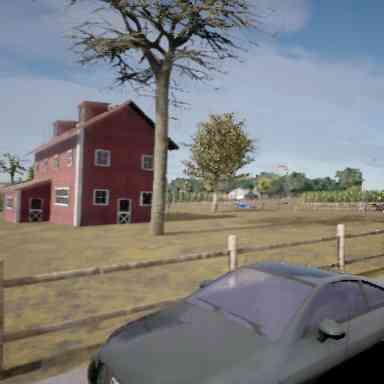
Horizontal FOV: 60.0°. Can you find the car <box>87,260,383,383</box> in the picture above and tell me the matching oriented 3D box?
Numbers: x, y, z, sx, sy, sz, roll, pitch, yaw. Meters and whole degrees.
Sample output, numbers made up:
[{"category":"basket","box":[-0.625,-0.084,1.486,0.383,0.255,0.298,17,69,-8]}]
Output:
[{"category":"car","box":[1.015,1.569,3.793,4.181,1.385,1.994,0,0,-35]}]

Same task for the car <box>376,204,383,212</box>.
[{"category":"car","box":[29.293,2.206,47.615,2.033,1.411,5.357,3,-3,-35]}]

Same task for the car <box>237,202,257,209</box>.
[{"category":"car","box":[11.831,2.971,72.064,1.882,1.535,5.008,3,-3,-35]}]
